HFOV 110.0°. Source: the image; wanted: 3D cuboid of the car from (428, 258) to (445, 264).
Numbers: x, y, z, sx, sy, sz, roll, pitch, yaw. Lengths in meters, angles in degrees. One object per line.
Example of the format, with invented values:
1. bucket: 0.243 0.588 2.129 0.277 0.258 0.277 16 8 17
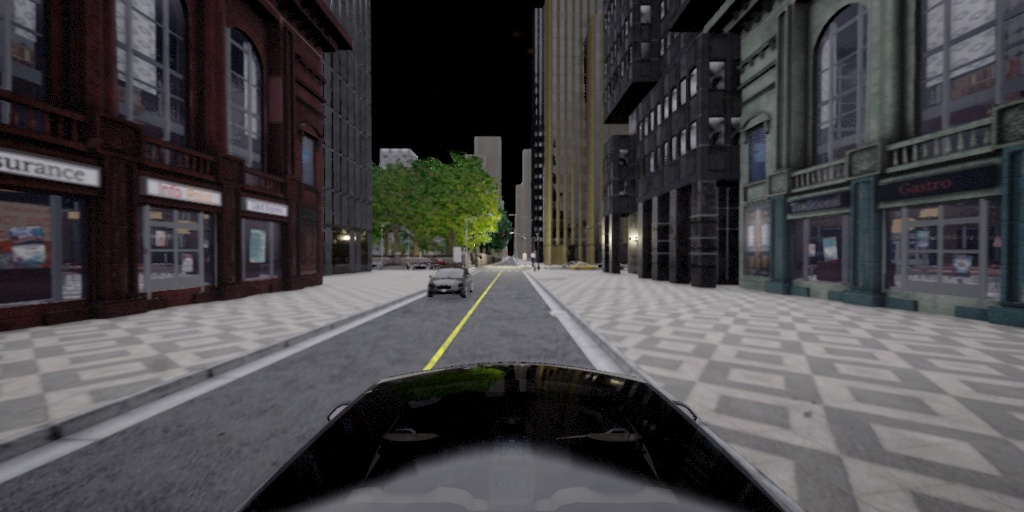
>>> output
1. car: -14.299 1.532 61.834 4.902 1.511 2.128 0 1 0

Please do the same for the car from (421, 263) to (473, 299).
1. car: -3.108 1.322 18.737 1.837 1.490 4.892 0 0 0

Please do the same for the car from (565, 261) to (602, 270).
1. car: 11.741 1.669 58.950 4.829 1.417 1.751 0 0 0

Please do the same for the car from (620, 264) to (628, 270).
1. car: 17.083 1.701 58.923 4.403 1.370 2.007 0 0 0

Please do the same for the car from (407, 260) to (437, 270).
1. car: -15.093 1.687 59.086 4.313 1.339 1.948 0 0 0
